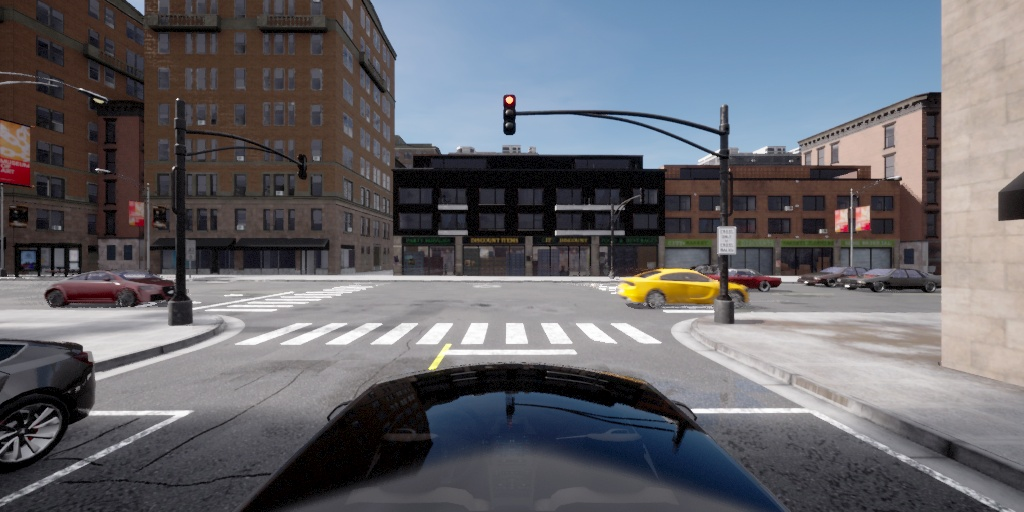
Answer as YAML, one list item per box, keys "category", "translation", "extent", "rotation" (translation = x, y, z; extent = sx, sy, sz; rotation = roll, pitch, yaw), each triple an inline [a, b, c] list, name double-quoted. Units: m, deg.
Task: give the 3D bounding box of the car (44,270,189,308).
- category: "car"
  translation: [-15.575, 1.246, 14.280]
  extent: [4.181, 1.385, 1.994]
  rotation: [0, 0, -1]

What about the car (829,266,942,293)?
- category: "car"
  translation: [22.726, 1.421, 21.479]
  extent: [5.357, 1.411, 2.033]
  rotation: [0, 0, -1]

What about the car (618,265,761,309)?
- category: "car"
  translation: [6.893, 1.269, 14.571]
  extent: [5.008, 1.535, 1.882]
  rotation: [0, 0, -1]

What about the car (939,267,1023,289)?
- category: "car"
  translation: [32.838, 1.492, 24.855]
  extent: [4.181, 1.385, 1.994]
  rotation: [0, 0, -1]

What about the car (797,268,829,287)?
- category: "car"
  translation: [22.914, 1.422, 24.735]
  extent: [5.357, 1.411, 2.033]
  rotation: [0, 0, -1]

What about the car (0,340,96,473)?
- category: "car"
  translation: [-5.388, 1.316, 2.113]
  extent: [1.948, 1.339, 4.313]
  rotation: [0, 0, 0]

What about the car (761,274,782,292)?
- category: "car"
  translation: [13.079, 1.424, 21.355]
  extent: [4.718, 1.301, 1.895]
  rotation: [0, 0, -1]
